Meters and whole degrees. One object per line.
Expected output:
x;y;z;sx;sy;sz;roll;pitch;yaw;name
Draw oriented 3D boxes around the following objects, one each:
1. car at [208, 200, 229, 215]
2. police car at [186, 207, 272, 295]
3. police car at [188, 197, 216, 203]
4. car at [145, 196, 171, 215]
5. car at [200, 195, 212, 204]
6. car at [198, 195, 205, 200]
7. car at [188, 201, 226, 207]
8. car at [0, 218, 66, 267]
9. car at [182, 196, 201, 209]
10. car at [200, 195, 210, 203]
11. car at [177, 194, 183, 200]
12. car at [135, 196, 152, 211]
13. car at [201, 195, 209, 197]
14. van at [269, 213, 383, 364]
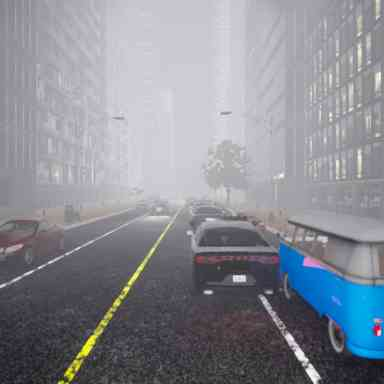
2.643;1.578;34.171;1.802;1.307;4.206;0;0;0;car
0.888;1.424;8.835;1.930;1.638;5.238;0;0;0;police car
0.866;1.423;24.835;1.930;1.638;5.238;0;0;0;police car
-3.147;1.488;34.027;2.128;1.511;4.902;0;0;0;car
2.605;1.406;62.633;1.967;1.590;4.097;0;0;0;car
2.566;1.456;91.095;1.887;1.381;4.507;0;0;0;car
0.874;1.476;18.725;1.882;1.535;5.008;0;0;0;car
-5.706;1.581;11.392;1.802;1.307;4.206;0;0;0;car
-0.052;1.591;45.802;1.895;1.301;4.718;0;0;0;car
2.597;1.396;68.325;1.967;1.590;4.097;0;0;0;car
-3.124;1.408;89.458;2.128;1.511;4.902;0;0;0;car
-5.745;1.545;39.855;2.008;1.369;4.403;0;0;0;car
2.628;1.541;45.555;2.008;1.369;4.403;0;0;0;car
2.683;1.341;5.709;1.690;1.788;3.998;0;0;0;van
